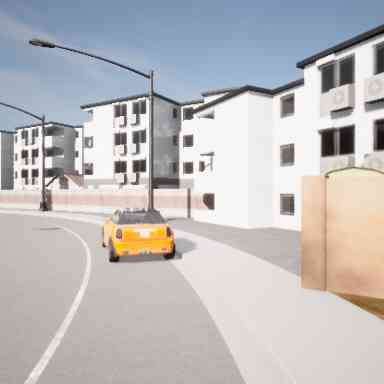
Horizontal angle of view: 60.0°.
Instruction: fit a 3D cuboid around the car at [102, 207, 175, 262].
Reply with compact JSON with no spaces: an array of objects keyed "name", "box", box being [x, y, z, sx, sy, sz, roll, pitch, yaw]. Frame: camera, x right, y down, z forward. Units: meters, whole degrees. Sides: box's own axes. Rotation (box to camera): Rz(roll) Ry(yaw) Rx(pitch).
[{"name":"car","box":[-2.158,1.343,12.387,2.097,1.767,4.553,0,0,-19]}]
